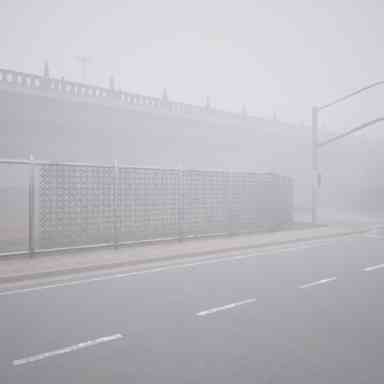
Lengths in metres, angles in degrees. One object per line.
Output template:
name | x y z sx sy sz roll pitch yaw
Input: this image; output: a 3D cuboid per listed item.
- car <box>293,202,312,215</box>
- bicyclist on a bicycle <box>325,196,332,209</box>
car | 10.442 1.656 34.611 1.895 1.301 4.718 0 0 -36
bicyclist on a bicycle | 17.735 1.356 43.290 1.656 1.620 0.582 0 0 -36
